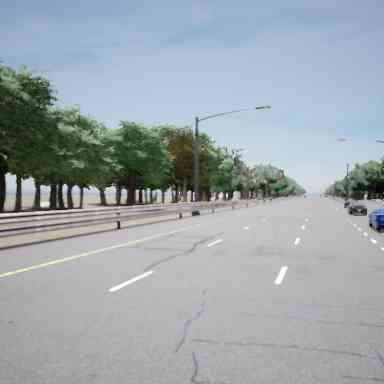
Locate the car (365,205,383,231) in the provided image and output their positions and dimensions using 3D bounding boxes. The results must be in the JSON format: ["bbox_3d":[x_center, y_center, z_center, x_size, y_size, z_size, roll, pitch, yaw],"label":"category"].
[{"bbox_3d":[12.940,1.727,21.906,1.882,1.535,5.008,0,-1,21],"label":"car"}]

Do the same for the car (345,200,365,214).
[{"bbox_3d":[19.761,1.923,39.813,1.812,1.442,4.674,0,0,21],"label":"car"}]
